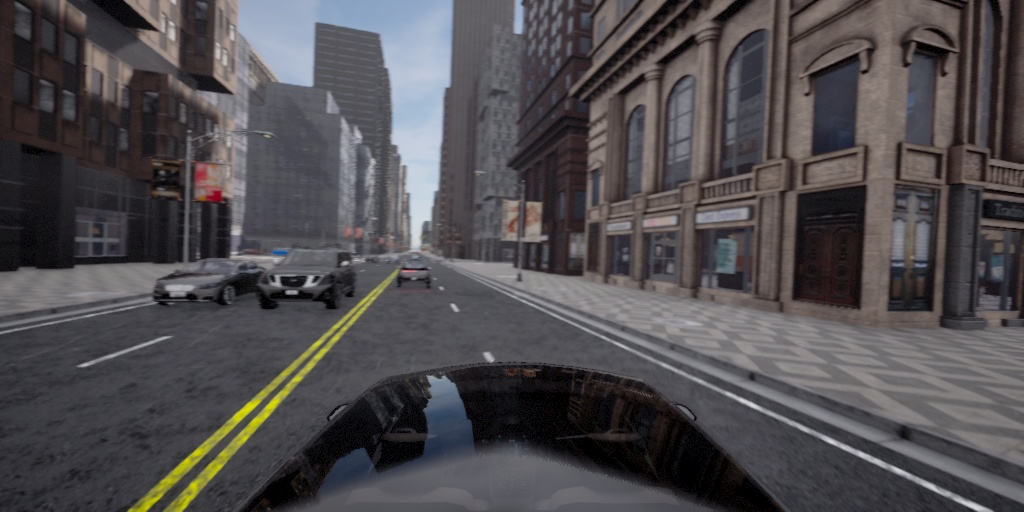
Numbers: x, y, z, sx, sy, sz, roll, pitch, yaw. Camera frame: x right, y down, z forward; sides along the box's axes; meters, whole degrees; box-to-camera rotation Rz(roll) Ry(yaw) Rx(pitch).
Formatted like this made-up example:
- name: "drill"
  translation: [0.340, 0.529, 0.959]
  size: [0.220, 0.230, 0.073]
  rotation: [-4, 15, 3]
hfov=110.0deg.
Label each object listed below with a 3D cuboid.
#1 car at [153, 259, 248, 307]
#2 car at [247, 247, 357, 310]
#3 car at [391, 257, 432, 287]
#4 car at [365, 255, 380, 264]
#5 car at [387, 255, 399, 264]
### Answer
- name: "car"
  translation: [-10.518, 0.851, 13.002]
  size: [2.128, 1.511, 4.902]
  rotation: [2, 0, -15]
- name: "car"
  translation: [-7.234, 0.703, 13.328]
  size: [2.150, 2.045, 5.566]
  rotation: [2, 0, -15]
- name: "car"
  translation: [-5.934, 1.019, 21.809]
  size: [2.128, 1.511, 4.902]
  rotation: [2, 0, -15]
- name: "car"
  translation: [-22.065, 0.478, 56.802]
  size: [2.033, 1.411, 5.357]
  rotation: [2, 0, -15]
- name: "car"
  translation: [-18.915, 0.563, 57.601]
  size: [1.812, 1.442, 4.674]
  rotation: [2, 0, -15]
